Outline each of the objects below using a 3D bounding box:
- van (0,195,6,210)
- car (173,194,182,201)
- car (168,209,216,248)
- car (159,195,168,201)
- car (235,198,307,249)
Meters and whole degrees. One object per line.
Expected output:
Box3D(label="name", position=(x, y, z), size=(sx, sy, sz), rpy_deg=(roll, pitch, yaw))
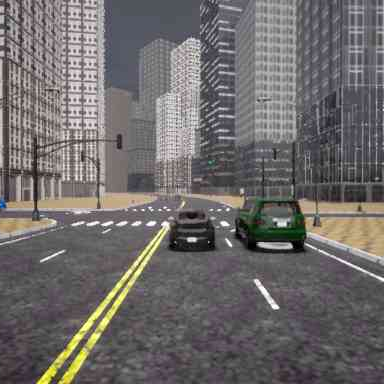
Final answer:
Box3D(label="van", position=(-22.651, 1.181, 36.497), size=(3.998, 1.788, 1.690), rpy_deg=(0, 0, 1))
Box3D(label="car", position=(-3.428, 1.374, 79.089), size=(1.837, 1.490, 4.892), rpy_deg=(0, 0, -1))
Box3D(label="car", position=(0.000, 1.509, 14.652), size=(1.837, 1.490, 4.892), rpy_deg=(0, 0, 0))
Box3D(label="car", position=(-6.675, 1.401, 78.959), size=(2.128, 1.511, 4.902), rpy_deg=(0, 0, -1))
Box3D(label="car", position=(3.250, 1.250, 14.681), size=(2.150, 2.045, 5.566), rpy_deg=(0, 0, 0))
